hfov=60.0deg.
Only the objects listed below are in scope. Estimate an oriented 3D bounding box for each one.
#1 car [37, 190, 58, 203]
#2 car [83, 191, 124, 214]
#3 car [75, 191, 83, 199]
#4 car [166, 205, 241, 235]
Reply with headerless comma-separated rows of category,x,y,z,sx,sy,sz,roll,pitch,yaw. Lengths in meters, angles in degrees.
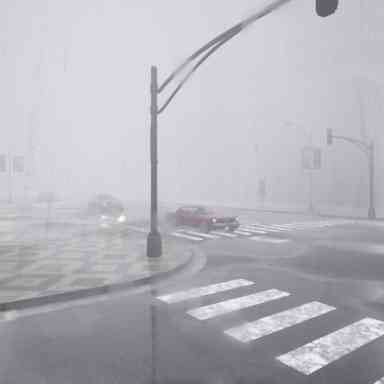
car,-20.888,0.641,48.120,2.097,1.767,4.553,0,1,-35
car,-7.793,0.973,29.836,2.097,1.767,4.553,0,1,-36
car,-21.705,0.520,66.168,1.882,1.535,5.008,0,1,-36
car,0.488,1.424,18.090,1.895,1.301,4.718,0,1,-34
